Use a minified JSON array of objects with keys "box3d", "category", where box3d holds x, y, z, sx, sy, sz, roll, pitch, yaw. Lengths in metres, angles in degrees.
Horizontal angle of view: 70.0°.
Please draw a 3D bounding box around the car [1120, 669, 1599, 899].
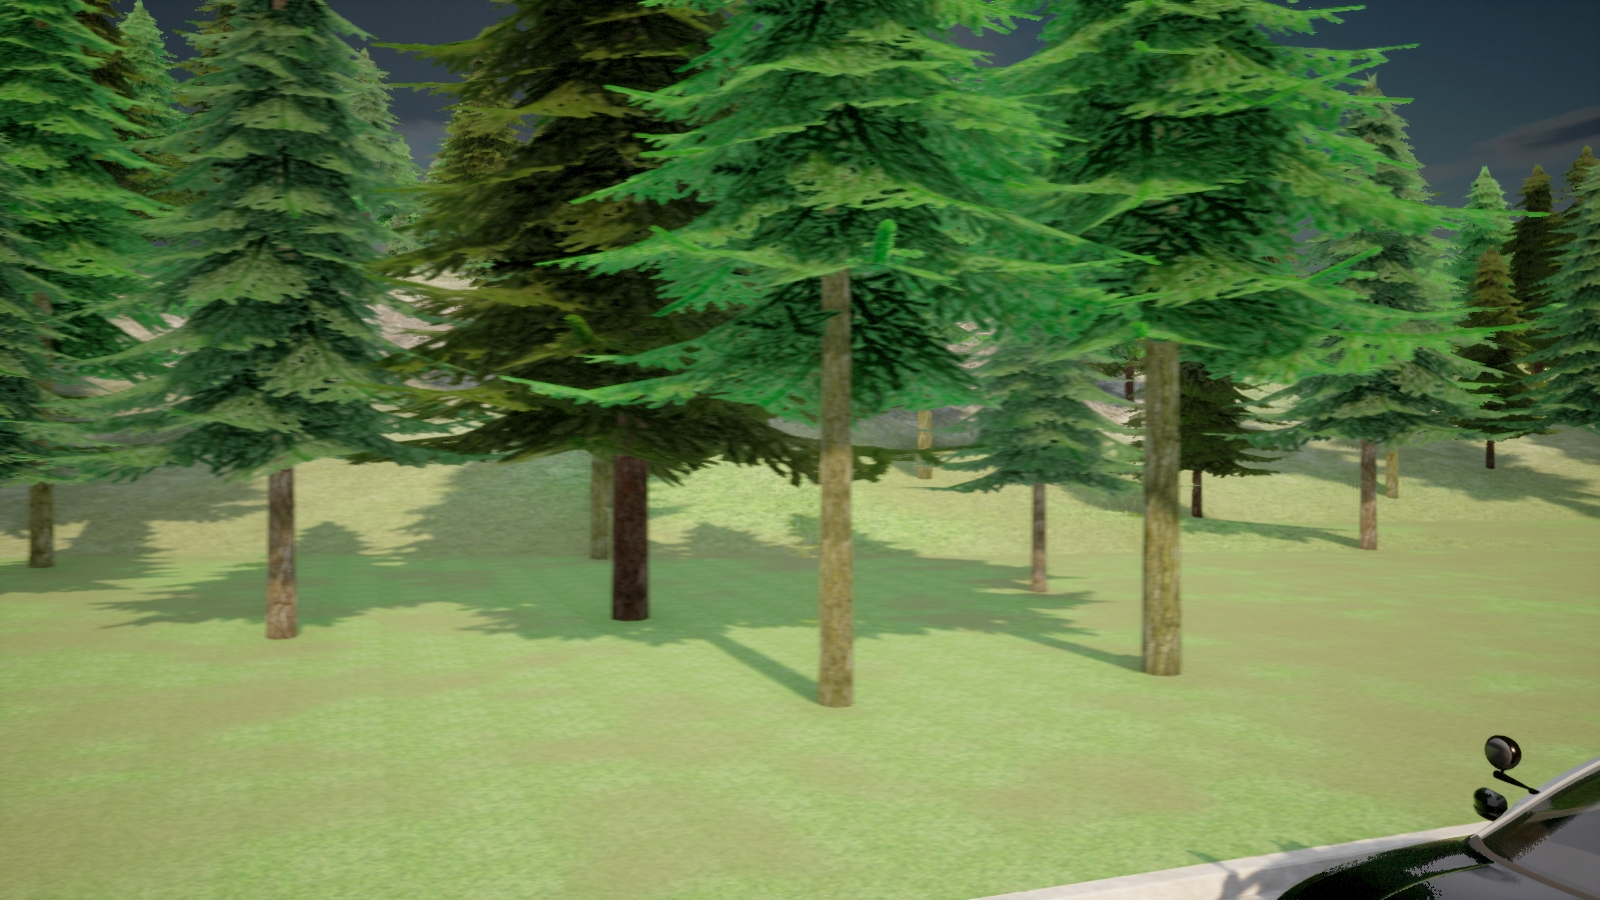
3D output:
[{"box3d":[4.234,1.982,4.955,5.238,1.638,2.097,0,0,-20],"category":"car"}]
